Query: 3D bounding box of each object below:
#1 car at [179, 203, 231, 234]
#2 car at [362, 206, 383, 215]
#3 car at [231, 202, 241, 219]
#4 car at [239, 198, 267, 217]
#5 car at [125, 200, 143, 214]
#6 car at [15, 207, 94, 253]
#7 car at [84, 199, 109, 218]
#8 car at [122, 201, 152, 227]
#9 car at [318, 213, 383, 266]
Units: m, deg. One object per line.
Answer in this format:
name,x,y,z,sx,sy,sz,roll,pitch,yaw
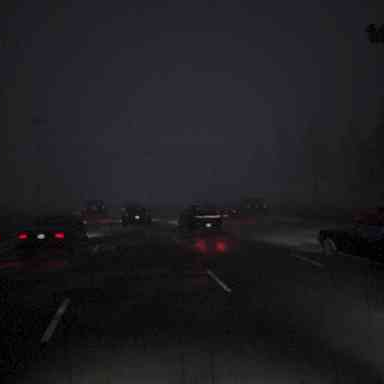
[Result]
car,0.410,1.493,19.485,2.128,1.511,4.902,0,0,-11
car,8.847,1.148,12.913,2.150,2.045,5.566,0,-1,-12
car,2.279,1.590,28.432,1.895,1.301,4.718,0,0,-11
car,5.303,1.319,31.237,2.097,1.767,4.553,0,0,-11
car,-6.556,1.666,37.337,1.895,1.301,4.718,0,0,-11
car,-5.624,1.597,13.969,2.033,1.411,5.357,0,0,-9
car,-8.921,1.435,31.068,2.097,1.767,4.553,0,0,-11
car,-3.892,1.602,23.365,1.994,1.385,4.181,0,0,-11
car,5.857,1.556,10.060,1.895,1.301,4.718,0,0,-11
